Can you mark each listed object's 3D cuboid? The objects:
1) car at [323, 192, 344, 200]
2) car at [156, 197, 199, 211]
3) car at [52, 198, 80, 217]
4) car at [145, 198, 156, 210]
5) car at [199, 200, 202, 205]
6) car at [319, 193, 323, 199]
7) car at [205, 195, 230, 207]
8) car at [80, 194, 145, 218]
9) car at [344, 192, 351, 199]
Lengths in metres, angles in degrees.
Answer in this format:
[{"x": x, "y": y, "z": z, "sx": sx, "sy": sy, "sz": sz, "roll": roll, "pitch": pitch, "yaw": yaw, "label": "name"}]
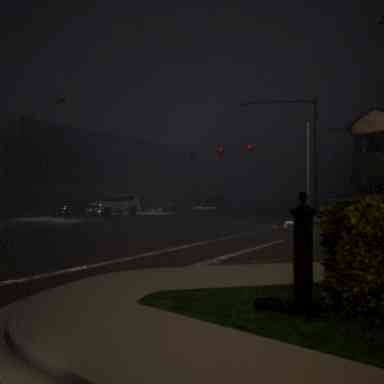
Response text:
[{"x": 25.614, "y": 0.753, "z": 60.126, "sx": 1.812, "sy": 1.442, "sz": 4.674, "roll": 0, "pitch": 0, "yaw": 35, "label": "car"}, {"x": -1.678, "y": 1.414, "z": 39.827, "sx": 1.882, "sy": 1.535, "sz": 5.008, "roll": 0, "pitch": 1, "yaw": 35, "label": "car"}, {"x": -11.183, "y": 1.408, "z": 32.377, "sx": 2.097, "sy": 1.767, "sz": 4.553, "roll": 0, "pitch": 0, "yaw": 35, "label": "car"}, {"x": -5.889, "y": 1.467, "z": 39.921, "sx": 1.882, "sy": 1.535, "sz": 5.008, "roll": 0, "pitch": 1, "yaw": 35, "label": "car"}, {"x": -0.555, "y": 1.416, "z": 47.521, "sx": 1.895, "sy": 1.301, "sz": 4.718, "roll": 0, "pitch": 1, "yaw": 35, "label": "car"}, {"x": 28.424, "y": 0.821, "z": 70.401, "sx": 1.994, "sy": 1.385, "sz": 4.181, "roll": 0, "pitch": -1, "yaw": 35, "label": "car"}, {"x": 3.693, "y": 1.246, "z": 47.482, "sx": 1.837, "sy": 1.490, "sz": 4.892, "roll": 0, "pitch": 1, "yaw": 35, "label": "car"}, {"x": -7.420, "y": 1.255, "z": 31.650, "sx": 2.150, "sy": 2.045, "sz": 5.566, "roll": 0, "pitch": 0, "yaw": 35, "label": "car"}, {"x": 31.348, "y": 0.756, "z": 68.475, "sx": 1.837, "sy": 1.490, "sz": 4.892, "roll": 0, "pitch": -1, "yaw": 35, "label": "car"}]
